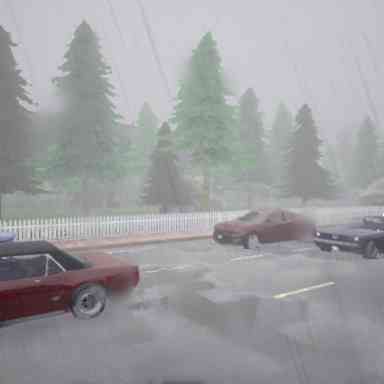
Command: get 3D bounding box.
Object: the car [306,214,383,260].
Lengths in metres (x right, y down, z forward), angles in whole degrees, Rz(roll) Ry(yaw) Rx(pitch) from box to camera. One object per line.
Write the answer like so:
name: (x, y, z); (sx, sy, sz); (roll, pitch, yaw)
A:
car: (6.722, 1.601, 12.480); (4.718, 1.301, 1.895); (0, 0, -32)

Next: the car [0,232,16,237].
car: (-6.873, 1.478, 7.798); (5.008, 1.535, 1.882); (0, 0, -33)

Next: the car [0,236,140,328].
car: (-3.414, 1.601, 5.774); (4.718, 1.301, 1.895); (0, 0, -35)

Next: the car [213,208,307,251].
car: (3.193, 1.477, 14.343); (5.008, 1.535, 1.882); (0, 0, -32)
